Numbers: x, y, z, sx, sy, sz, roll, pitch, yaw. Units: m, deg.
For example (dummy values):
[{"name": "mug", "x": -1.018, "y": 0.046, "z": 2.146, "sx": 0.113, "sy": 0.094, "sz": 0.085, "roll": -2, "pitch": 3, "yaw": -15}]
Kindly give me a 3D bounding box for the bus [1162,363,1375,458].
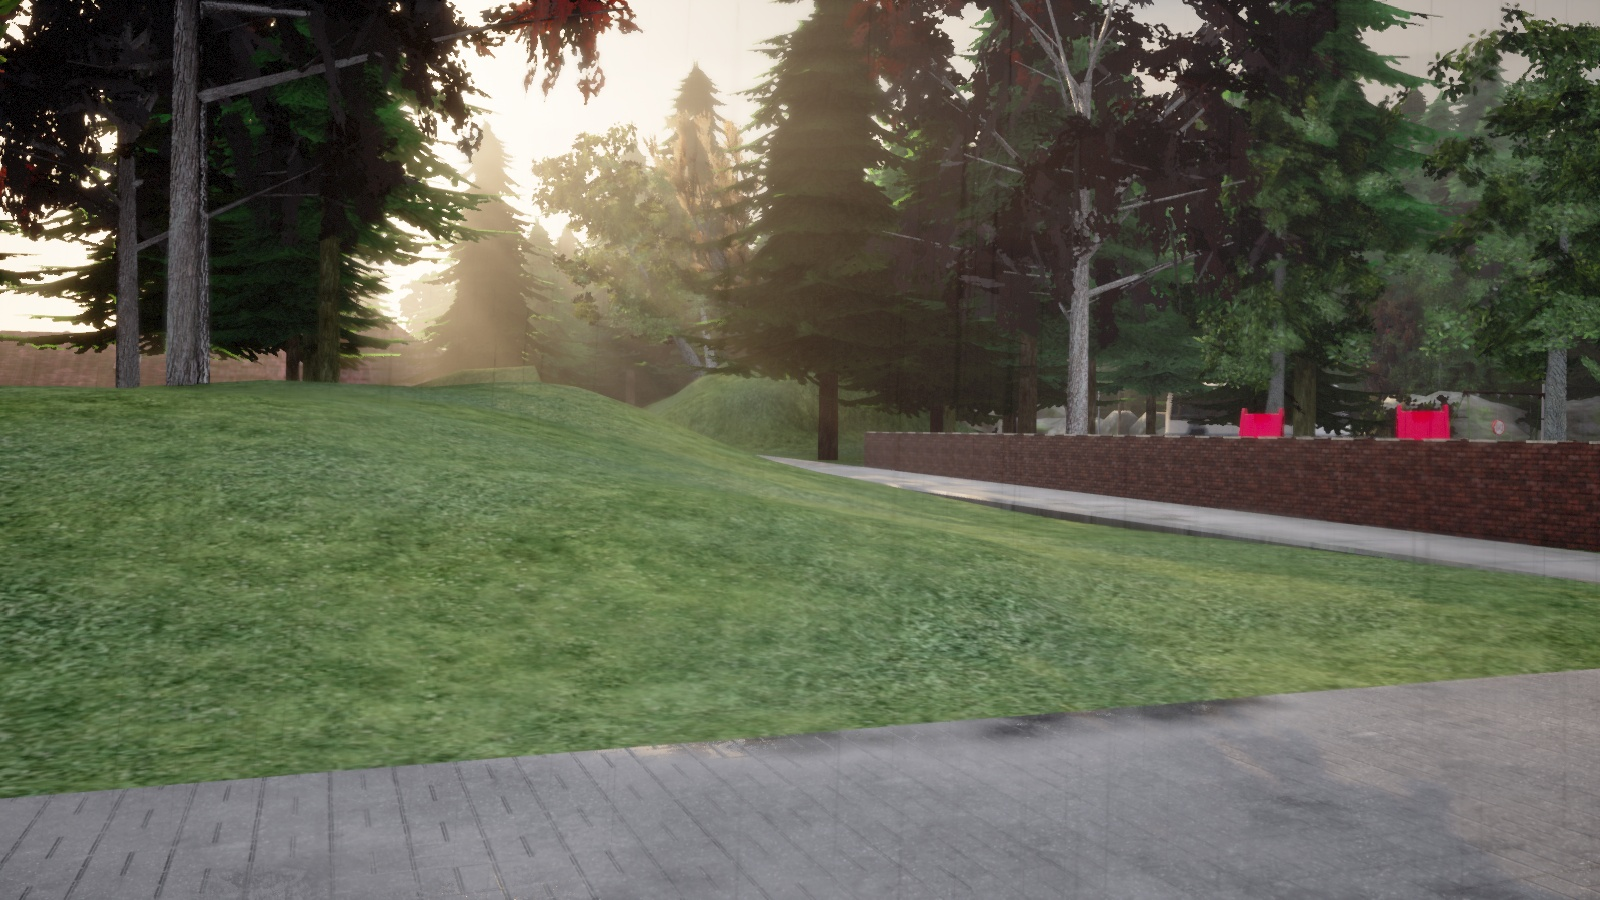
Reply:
[{"name": "bus", "x": 22.619, "y": -1.825, "z": 61.576, "sx": 3.944, "sy": 4.253, "sz": 10.273, "roll": -1, "pitch": 1, "yaw": -21}]
